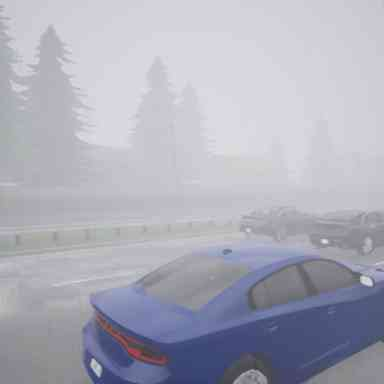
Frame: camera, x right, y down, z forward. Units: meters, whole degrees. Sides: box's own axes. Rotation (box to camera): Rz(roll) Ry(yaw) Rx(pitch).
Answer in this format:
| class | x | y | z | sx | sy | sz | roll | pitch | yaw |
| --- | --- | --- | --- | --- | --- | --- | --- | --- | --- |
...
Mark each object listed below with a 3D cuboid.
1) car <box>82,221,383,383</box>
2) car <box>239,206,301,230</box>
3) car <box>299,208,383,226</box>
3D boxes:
| class | x | y | z | sx | sy | sz | roll | pitch | yaw |
| --- | --- | --- | --- | --- | --- | --- | --- | --- | --- |
| car | 1.120 | 1.449 | 4.564 | 5.008 | 1.535 | 1.882 | -1 | 1 | -35 |
| car | 4.366 | 1.389 | 15.449 | 4.902 | 1.511 | 2.128 | -1 | 0 | -35 |
| car | 6.466 | 1.403 | 12.647 | 4.892 | 1.490 | 1.837 | -1 | 0 | -35 |
